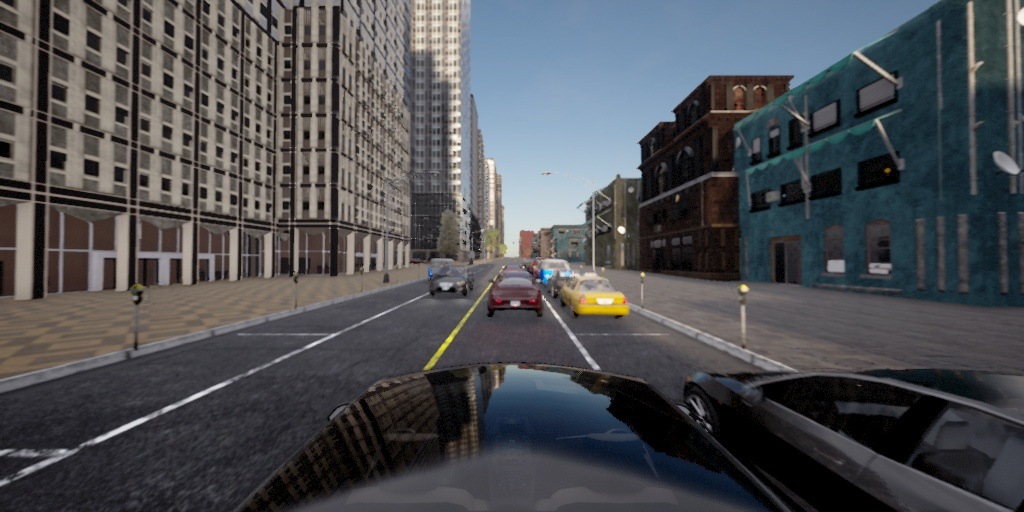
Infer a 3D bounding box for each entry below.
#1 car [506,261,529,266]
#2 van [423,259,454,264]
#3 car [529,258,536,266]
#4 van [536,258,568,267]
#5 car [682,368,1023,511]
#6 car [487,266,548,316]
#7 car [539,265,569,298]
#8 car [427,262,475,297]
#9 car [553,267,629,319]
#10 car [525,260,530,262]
[{"bbox_3d":[0.109,1.333,30.160,1.994,1.385,4.181,0,0,0],"label":"car"},{"bbox_3d":[-5.683,1.110,29.010,1.690,1.789,3.998,0,0,0],"label":"van"},{"bbox_3d":[2.698,1.209,29.011,1.967,1.591,4.097,0,0,0],"label":"car"},{"bbox_3d":[2.697,1.107,23.534,1.690,1.789,3.998,0,0,0],"label":"van"},{"bbox_3d":[2.692,1.316,2.086,1.948,1.339,4.313,0,0,0],"label":"car"},{"bbox_3d":[0.103,1.284,13.265,1.812,1.442,4.674,0,0,0],"label":"car"},{"bbox_3d":[2.695,1.313,18.055,2.007,1.370,4.403,0,0,0],"label":"car"},{"bbox_3d":[-3.094,1.254,19.202,2.128,1.511,4.902,0,0,0],"label":"car"},{"bbox_3d":[2.694,1.284,12.747,1.751,1.417,4.829,0,0,0],"label":"car"},{"bbox_3d":[2.699,1.086,34.489,2.192,1.841,5.009,0,0,0],"label":"car"}]
